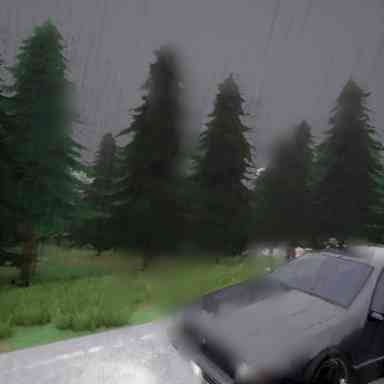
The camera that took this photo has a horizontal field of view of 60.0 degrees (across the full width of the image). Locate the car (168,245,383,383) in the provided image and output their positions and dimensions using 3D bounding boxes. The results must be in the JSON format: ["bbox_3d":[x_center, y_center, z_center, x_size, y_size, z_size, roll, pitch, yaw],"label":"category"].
[{"bbox_3d":[2.416,1.546,4.794,5.357,1.411,2.033,1,0,-27],"label":"car"}]
